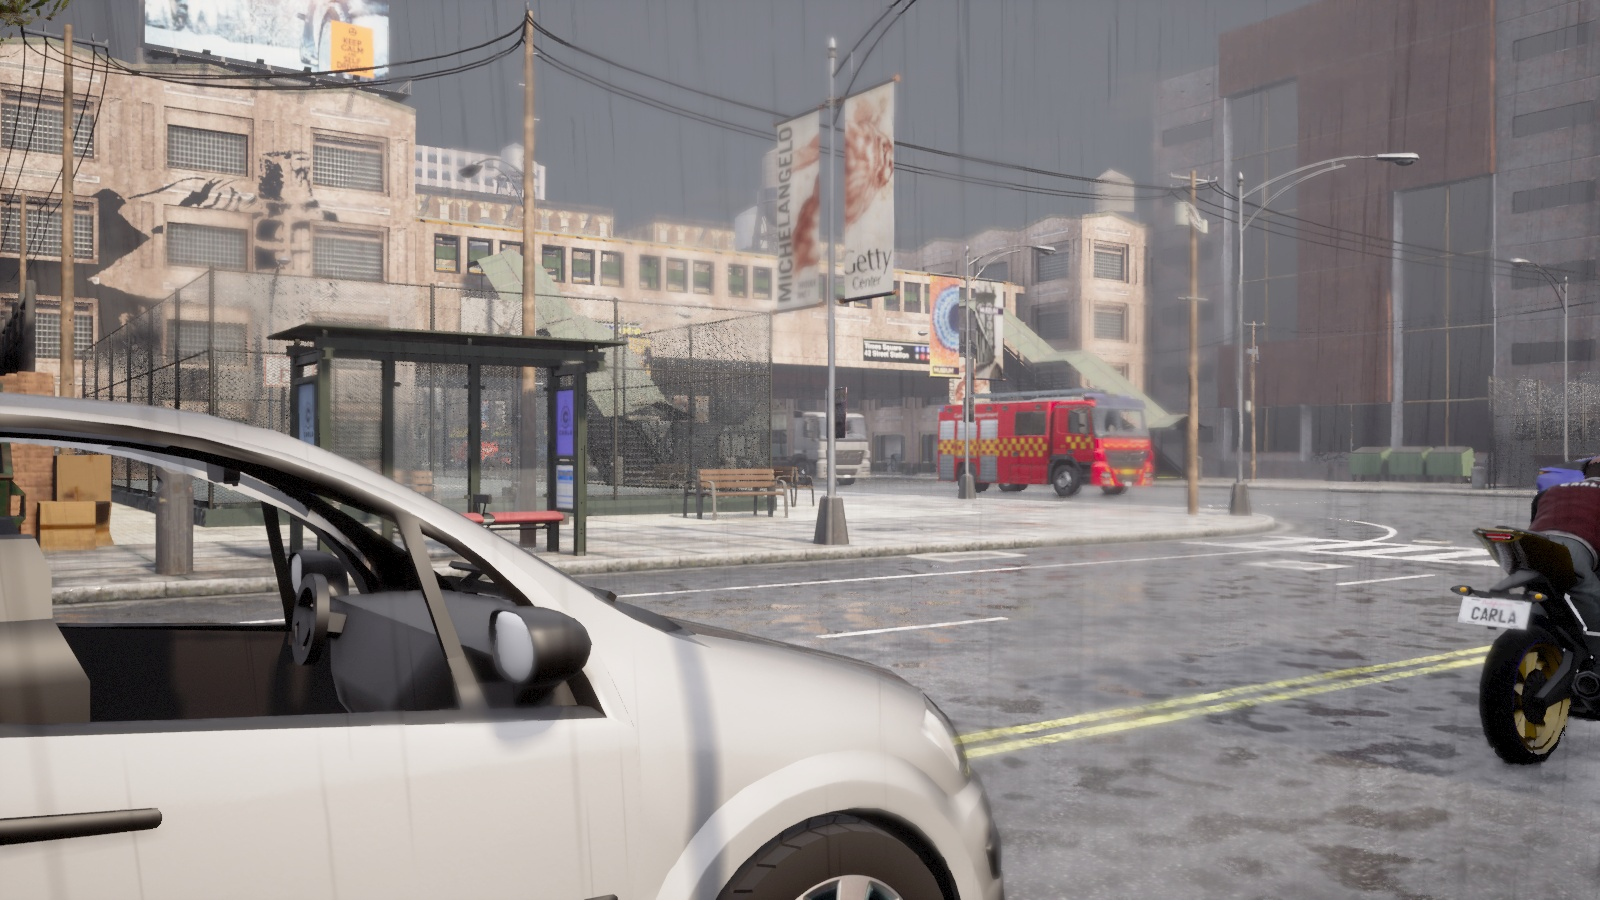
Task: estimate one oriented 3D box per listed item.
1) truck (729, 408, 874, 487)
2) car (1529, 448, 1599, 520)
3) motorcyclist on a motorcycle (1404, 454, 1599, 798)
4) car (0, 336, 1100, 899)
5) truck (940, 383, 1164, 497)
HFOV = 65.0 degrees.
[{"bbox_3d":[-0.084,-0.092,59.486,2.891,3.462,7.936,0,0,-34],"label":"truck"},{"bbox_3d":[18.248,0.718,26.515,2.007,1.525,4.514,0,0,-34],"label":"car"},{"bbox_3d":[4.185,0.787,6.582,2.191,1.530,0.866,0,0,-35],"label":"motorcyclist on a motorcycle"},{"bbox_3d":[-1.441,0.653,2.657,3.988,1.617,1.851,0,0,-35],"label":"car"},{"bbox_3d":[9.028,-0.326,46.177,2.891,3.827,8.468,0,0,-34],"label":"truck"}]
